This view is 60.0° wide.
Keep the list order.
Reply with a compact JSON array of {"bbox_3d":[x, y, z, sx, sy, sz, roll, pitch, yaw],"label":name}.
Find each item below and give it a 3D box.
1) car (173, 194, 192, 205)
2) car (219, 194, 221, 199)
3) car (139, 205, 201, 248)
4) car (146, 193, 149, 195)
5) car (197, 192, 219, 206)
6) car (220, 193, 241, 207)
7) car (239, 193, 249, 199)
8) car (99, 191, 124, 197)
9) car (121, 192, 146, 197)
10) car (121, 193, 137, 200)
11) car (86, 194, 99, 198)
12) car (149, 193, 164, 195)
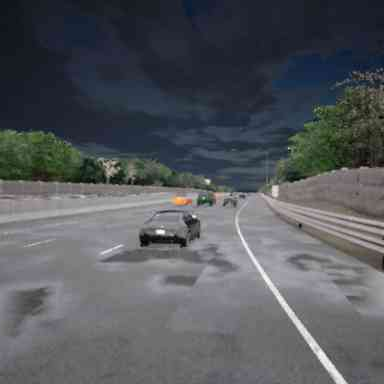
[{"bbox_3d":[-1.351,1.072,48.840,2.097,1.767,4.553,1,0,11],"label":"car"},{"bbox_3d":[6.473,0.931,89.467,2.097,1.767,4.553,1,0,11],"label":"car"},{"bbox_3d":[-0.821,1.476,14.585,1.994,1.385,4.181,1,0,11],"label":"car"},{"bbox_3d":[-10.686,0.970,74.396,1.882,1.535,5.008,1,0,11],"label":"car"},{"bbox_3d":[2.107,0.978,48.277,2.150,2.045,5.566,1,0,11],"label":"car"},{"bbox_3d":[5.533,1.300,47.573,1.837,1.490,4.892,1,0,11],"label":"car"},{"bbox_3d":[13.351,1.149,88.174,1.837,1.490,4.892,1,0,11],"label":"car"},{"bbox_3d":[-13.680,0.767,58.922,2.150,2.045,5.566,1,0,11],"label":"car"},{"bbox_3d":[-10.234,1.109,58.392,1.812,1.442,4.674,1,0,11],"label":"car"},{"bbox_3d":[-14.158,1.009,74.883,1.994,1.385,4.181,1,0,11],"label":"car"},{"bbox_3d":[-17.141,1.058,59.431,2.033,1.411,5.357,1,0,11],"label":"car"},{"bbox_3d":[-7.226,1.053,73.860,2.128,1.511,4.902,1,0,11],"label":"car"}]
